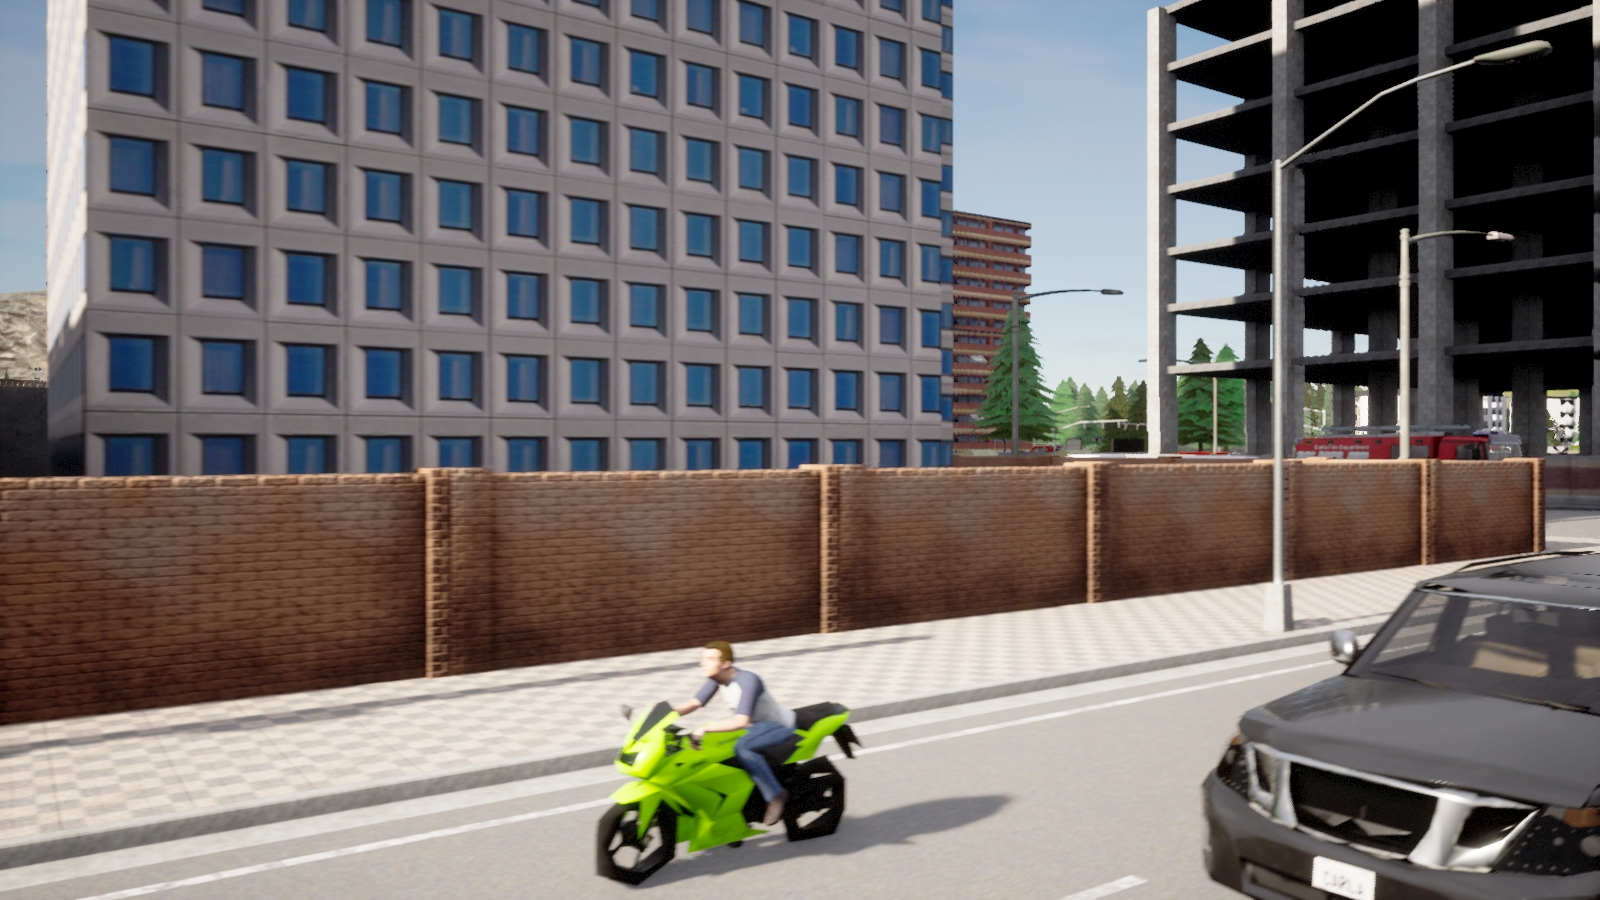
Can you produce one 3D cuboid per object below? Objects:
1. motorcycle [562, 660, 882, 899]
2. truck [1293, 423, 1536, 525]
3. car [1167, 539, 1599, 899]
[{"bbox_3d":[-0.489,2.187,7.715,2.033,1.199,0.803,0,0,-35],"label":"motorcycle"},{"bbox_3d":[25.165,0.900,47.314,2.891,3.827,8.468,0,0,-35],"label":"truck"},{"bbox_3d":[5.009,1.781,7.291,5.566,2.045,2.150,0,0,-35],"label":"car"}]
